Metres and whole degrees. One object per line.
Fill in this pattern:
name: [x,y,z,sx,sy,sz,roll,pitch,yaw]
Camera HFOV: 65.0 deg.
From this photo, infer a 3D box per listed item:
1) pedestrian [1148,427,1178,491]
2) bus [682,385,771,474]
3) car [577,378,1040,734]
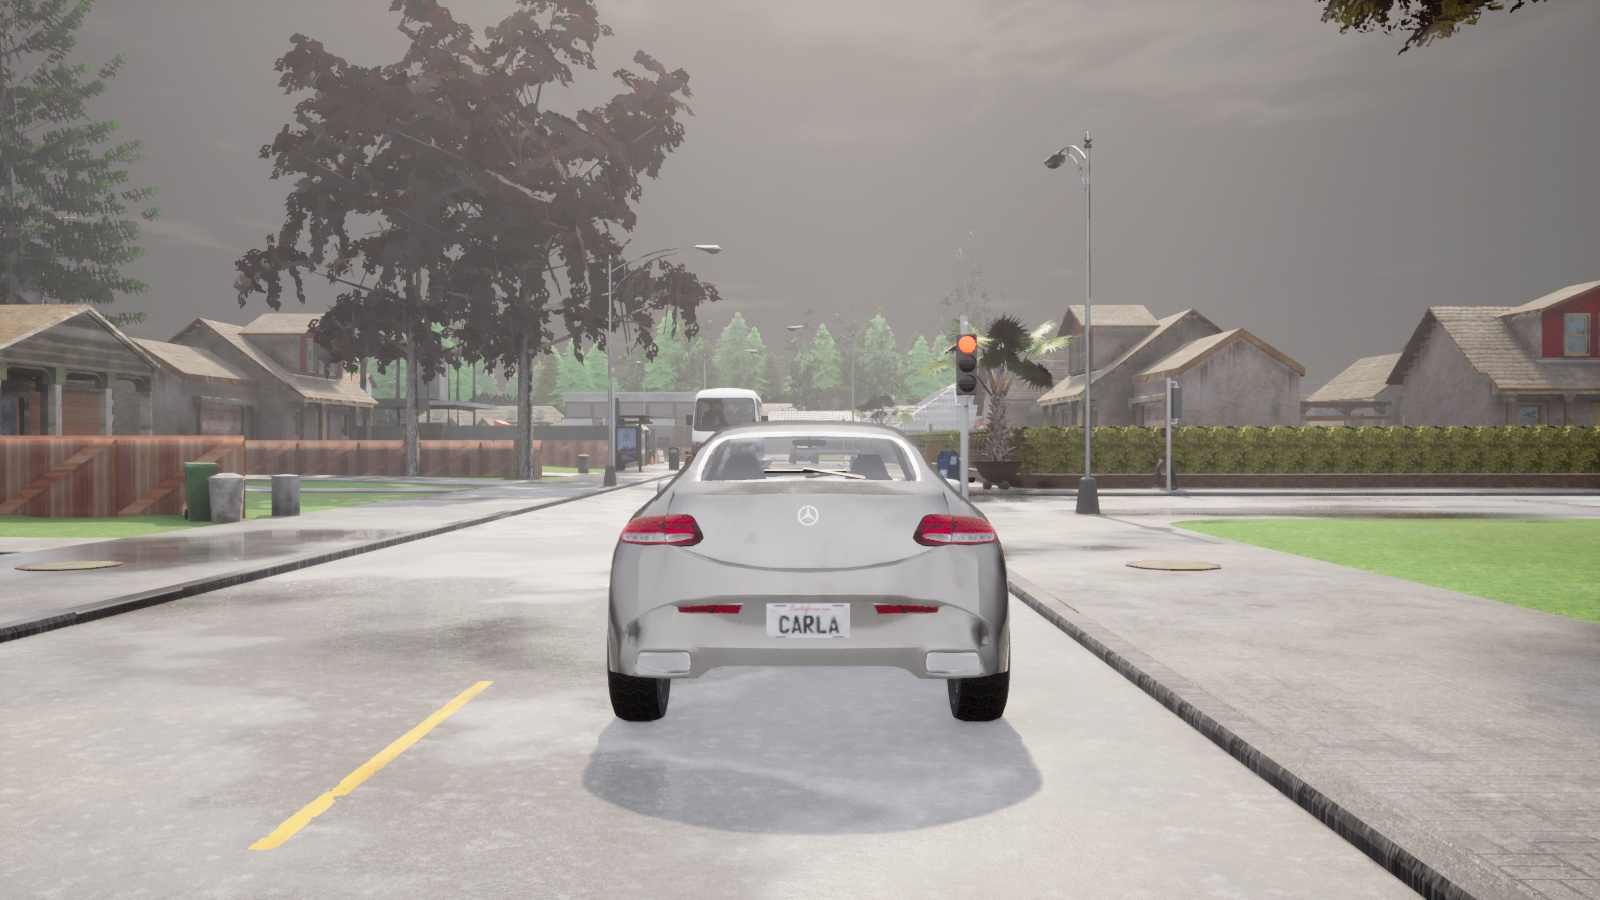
pedestrian: [10.504,0.260,36.317,0.709,1.840,0.431,0,0,-15]
bus: [-3.622,-1.001,65.183,3.944,4.253,10.273,0,0,0]
car: [0.062,0.478,8.355,2.152,1.651,5.027,0,0,1]
